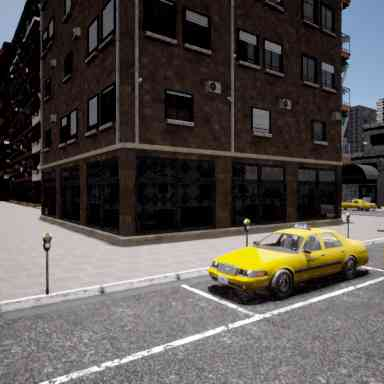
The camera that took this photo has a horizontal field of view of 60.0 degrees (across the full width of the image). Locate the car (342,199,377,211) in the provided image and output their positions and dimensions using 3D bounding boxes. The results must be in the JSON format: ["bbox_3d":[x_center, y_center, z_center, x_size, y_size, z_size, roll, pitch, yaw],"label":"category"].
[{"bbox_3d":[19.281,1.469,39.658,1.752,1.417,4.829,0,0,-35],"label":"car"}]

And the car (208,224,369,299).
[{"bbox_3d":[2.614,1.525,8.433,4.829,1.417,1.752,0,0,-36],"label":"car"}]
